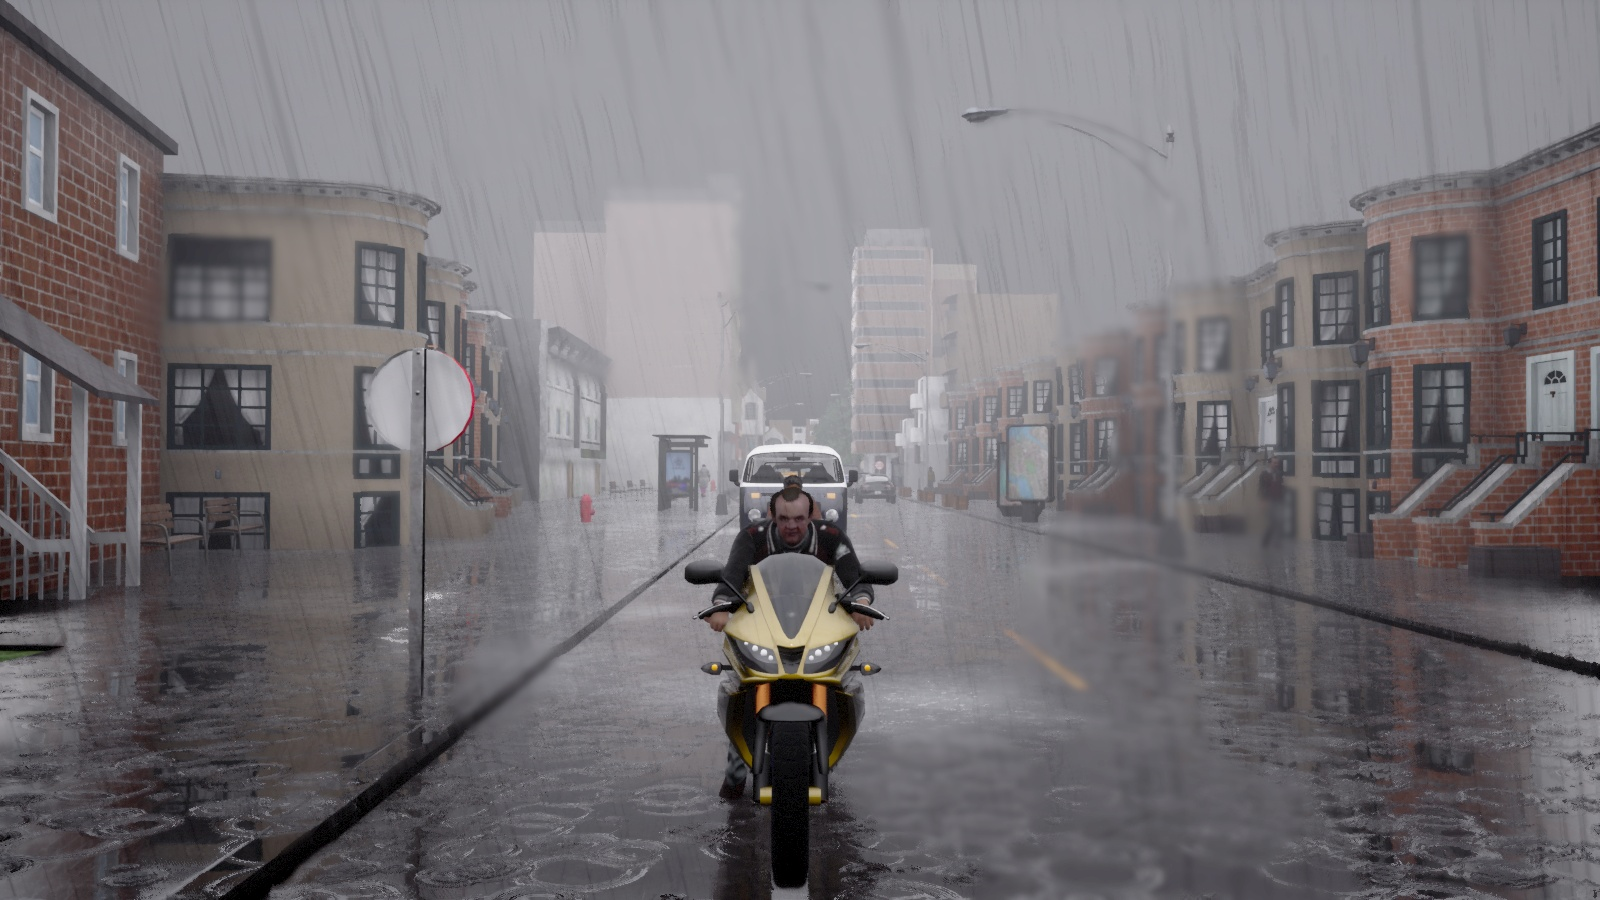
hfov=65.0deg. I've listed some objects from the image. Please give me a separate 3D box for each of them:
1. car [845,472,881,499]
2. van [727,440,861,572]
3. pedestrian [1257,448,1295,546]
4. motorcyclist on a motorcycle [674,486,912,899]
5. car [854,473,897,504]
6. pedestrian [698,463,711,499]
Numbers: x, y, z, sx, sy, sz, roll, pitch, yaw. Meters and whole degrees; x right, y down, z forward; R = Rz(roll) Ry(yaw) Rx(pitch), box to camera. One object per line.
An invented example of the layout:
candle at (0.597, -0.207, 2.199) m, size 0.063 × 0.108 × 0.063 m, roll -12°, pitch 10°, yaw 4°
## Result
car at (3.658, 2.043, 73.392) m, size 1.845 × 1.501 × 3.633 m, roll 0°, pitch -1°, yaw 0°
van at (-0.106, 0.902, 21.712) m, size 2.069 × 2.038 × 4.480 m, roll 0°, pitch -1°, yaw 0°
pedestrian at (9.089, 0.890, 23.993) m, size 0.376 × 1.854 × 0.720 m, roll 0°, pitch -1°, yaw -7°
motorcyclist on a motorcycle at (-0.032, 0.945, 5.682) m, size 0.866 × 1.530 × 2.191 m, roll 0°, pitch -1°, yaw 0°
car at (3.713, 1.869, 62.294) m, size 1.812 × 1.442 × 4.674 m, roll 0°, pitch -1°, yaw 0°
pedestrian at (-5.314, 1.711, 69.572) m, size 0.659 × 1.952 × 0.873 m, roll 0°, pitch -1°, yaw -8°
